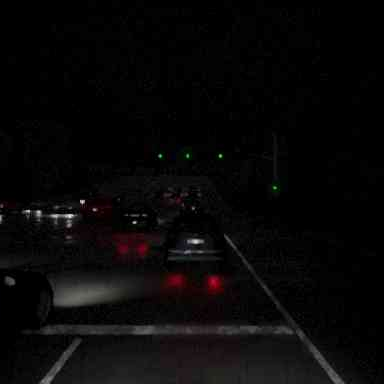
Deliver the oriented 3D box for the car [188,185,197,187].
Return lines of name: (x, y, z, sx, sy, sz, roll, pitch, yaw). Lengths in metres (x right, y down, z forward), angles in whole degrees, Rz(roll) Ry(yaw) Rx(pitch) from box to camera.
car: (0.152, -0.946, 79.870, 1.837, 1.490, 4.892, 0, 7, 0)

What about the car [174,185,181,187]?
car: (-3.348, -0.922, 79.892, 1.812, 1.442, 4.674, 0, 7, 0)

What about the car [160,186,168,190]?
car: (-6.848, -0.856, 79.950, 1.895, 1.301, 4.718, 0, 7, 0)

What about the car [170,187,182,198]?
car: (-3.405, 0.361, 69.868, 1.812, 1.442, 4.674, 0, 6, 0)

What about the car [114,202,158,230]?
car: (-3.398, 1.614, 22.172, 2.128, 1.511, 4.902, 0, 0, 0)

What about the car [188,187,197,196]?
car: (0.098, 0.350, 70.266, 1.994, 1.385, 4.181, 0, 6, 0)

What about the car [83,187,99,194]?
car: (-20.913, 0.222, 68.404, 2.150, 2.045, 5.566, 0, 5, 0)

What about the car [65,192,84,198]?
car: (-20.985, 1.340, 57.614, 1.882, 1.535, 5.008, 0, 3, 1)

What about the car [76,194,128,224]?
car: (-6.898, 1.366, 26.248, 2.150, 2.045, 5.566, 0, 0, 0)

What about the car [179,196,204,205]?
car: (0.102, 1.527, 31.726, 2.097, 1.767, 4.553, 0, 0, 0)

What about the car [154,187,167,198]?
car: (-6.907, 0.417, 69.477, 2.033, 1.411, 5.357, 0, 6, 0)

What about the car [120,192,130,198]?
car: (-13.918, 0.680, 67.570, 1.895, 1.301, 4.718, 0, 5, 0)

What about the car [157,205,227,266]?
car: (0.102, 1.497, 11.804, 2.033, 1.649, 4.856, 0, 0, 0)

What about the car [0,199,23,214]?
car: (-21.139, 1.558, 37.624, 2.097, 1.767, 4.553, 0, 0, 2)

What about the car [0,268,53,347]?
car: (-3.398, 1.549, 4.051, 1.812, 1.442, 4.674, 0, 0, 0)

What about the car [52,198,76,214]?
car: (-14.082, 1.732, 38.639, 1.812, 1.442, 4.674, 0, 0, 0)

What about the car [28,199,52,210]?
car: (-21.036, 1.750, 46.510, 1.812, 1.442, 4.674, 0, 0, 0)

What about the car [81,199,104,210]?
car: (-14.040, 1.741, 47.269, 1.812, 1.442, 4.674, 0, 1, 0)
